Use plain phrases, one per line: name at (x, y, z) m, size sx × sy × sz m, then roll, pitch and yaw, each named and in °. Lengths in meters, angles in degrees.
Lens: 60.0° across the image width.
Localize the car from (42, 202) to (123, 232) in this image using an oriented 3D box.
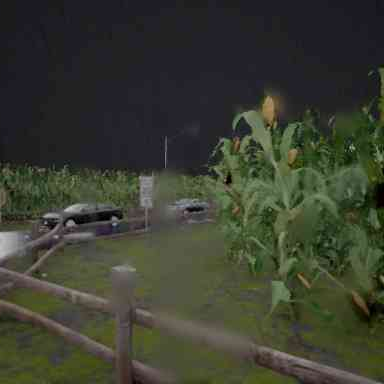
car at (-6.390, 1.377, 19.869) m, size 1.882 × 1.535 × 5.008 m, roll 0°, pitch 1°, yaw 35°

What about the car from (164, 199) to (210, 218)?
car at (-0.357, 1.322, 28.324) m, size 2.128 × 1.511 × 4.902 m, roll 0°, pitch 1°, yaw 36°
